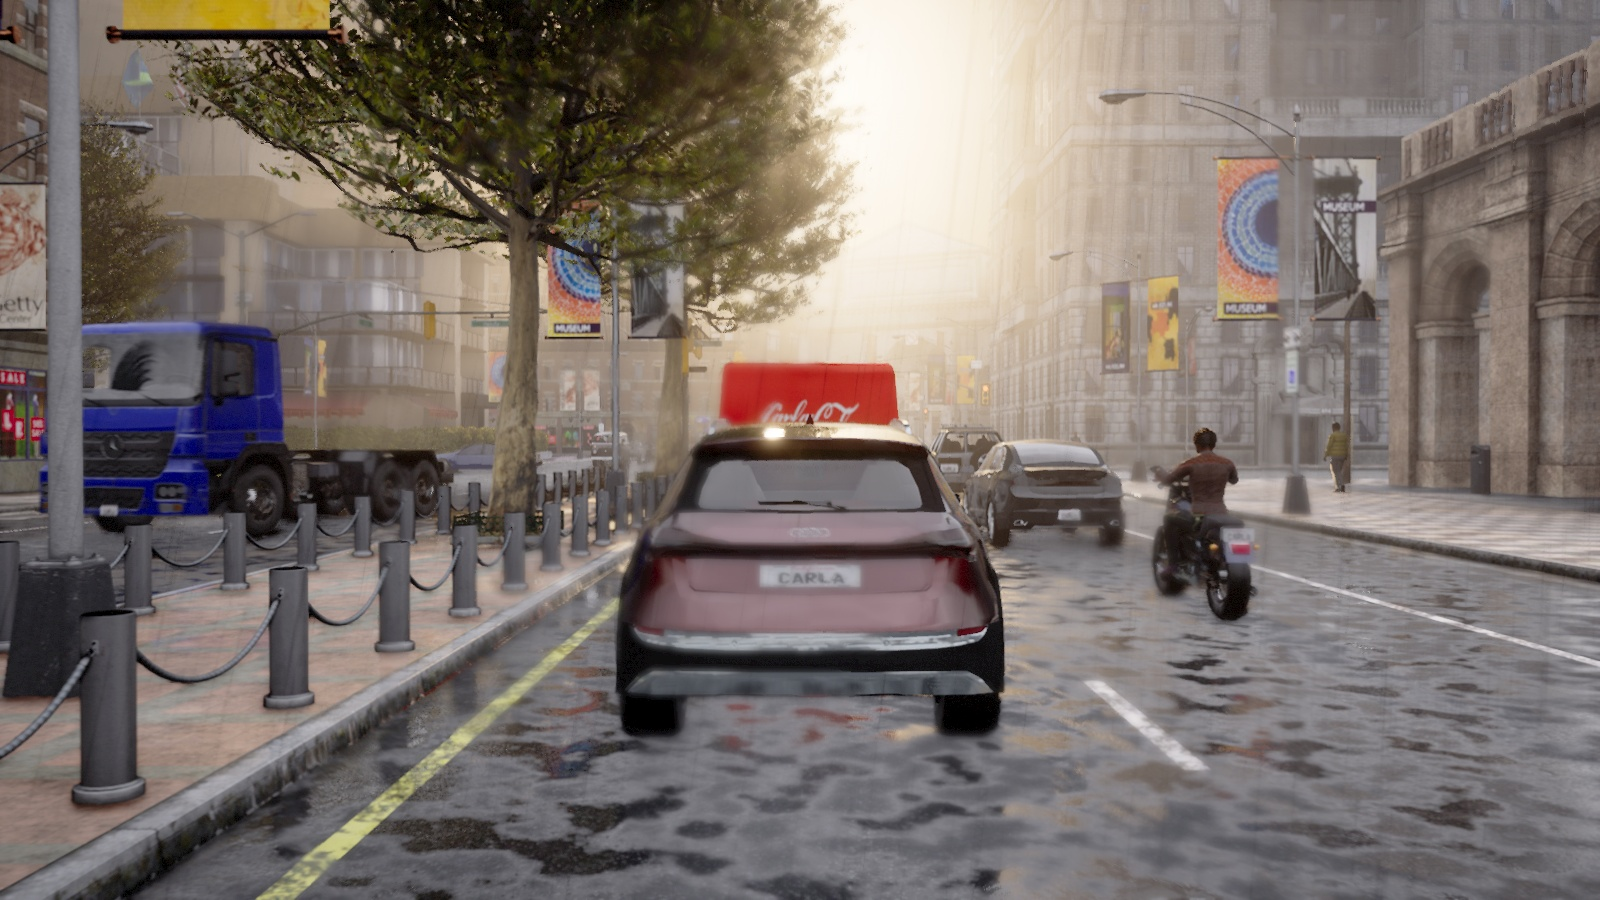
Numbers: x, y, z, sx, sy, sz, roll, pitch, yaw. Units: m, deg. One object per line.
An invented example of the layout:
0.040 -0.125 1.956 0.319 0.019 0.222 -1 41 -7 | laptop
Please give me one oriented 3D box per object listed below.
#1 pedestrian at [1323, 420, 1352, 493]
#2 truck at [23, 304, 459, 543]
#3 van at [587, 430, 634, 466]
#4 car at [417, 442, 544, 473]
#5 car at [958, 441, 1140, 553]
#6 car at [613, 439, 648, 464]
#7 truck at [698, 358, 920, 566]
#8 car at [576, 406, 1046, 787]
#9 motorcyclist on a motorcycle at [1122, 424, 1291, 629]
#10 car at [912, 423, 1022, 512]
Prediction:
13.695 0.164 32.020 0.431 1.840 0.709 0 0 0 | pedestrian
-9.378 -0.418 22.444 2.891 3.462 7.936 0 0 13 | truck
-11.027 -0.112 73.354 2.069 2.038 4.480 0 0 0 | van
-14.786 0.326 58.331 5.357 1.411 2.033 0 0 0 | car
3.626 0.604 19.211 1.837 1.490 4.892 0 0 0 | car
-11.011 0.077 81.801 1.789 1.549 3.705 0 0 0 | car
0.118 0.123 17.473 2.627 2.467 5.204 0 0 0 | truck
0.060 0.615 7.866 2.033 1.649 4.856 0 0 0 | car
3.581 0.611 11.296 0.766 1.649 2.350 0 0 0 | motorcyclist on a motorcycle
3.679 0.344 28.421 1.932 1.855 4.605 0 0 1 | car
